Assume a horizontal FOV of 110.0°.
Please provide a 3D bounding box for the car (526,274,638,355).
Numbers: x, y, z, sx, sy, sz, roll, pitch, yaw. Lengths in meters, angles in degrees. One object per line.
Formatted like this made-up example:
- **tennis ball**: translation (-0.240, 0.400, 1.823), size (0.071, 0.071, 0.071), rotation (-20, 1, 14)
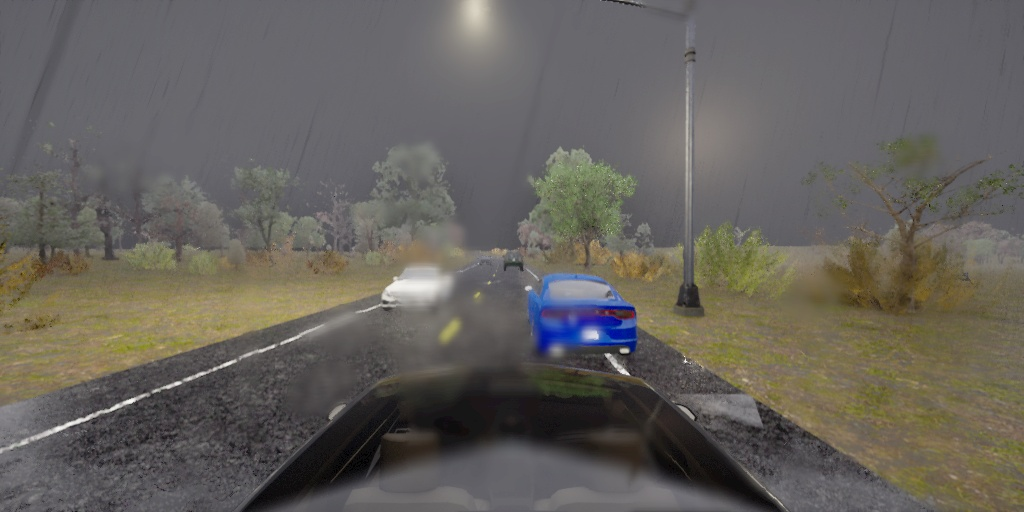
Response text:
- **car**: translation (1.384, 1.162, 8.516), size (1.882, 1.535, 5.008), rotation (0, 1, 1)

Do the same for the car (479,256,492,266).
- **car**: translation (-3.915, 0.748, 53.781), size (2.033, 1.411, 5.357), rotation (0, 1, -2)

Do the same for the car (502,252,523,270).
- **car**: translation (0.123, 0.556, 41.009), size (2.150, 2.045, 5.566), rotation (0, 0, -2)

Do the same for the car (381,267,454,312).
- **car**: translation (-3.400, 1.155, 13.749), size (1.812, 1.442, 4.674), rotation (0, 1, 0)
